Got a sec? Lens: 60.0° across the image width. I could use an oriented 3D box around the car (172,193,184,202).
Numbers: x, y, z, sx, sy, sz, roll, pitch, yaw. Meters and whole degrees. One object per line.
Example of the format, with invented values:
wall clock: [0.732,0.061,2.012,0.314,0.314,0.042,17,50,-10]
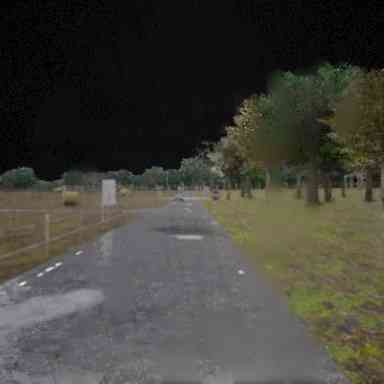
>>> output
car: [-2.754,1.085,66.381,2.097,1.767,4.553,0,0,0]
